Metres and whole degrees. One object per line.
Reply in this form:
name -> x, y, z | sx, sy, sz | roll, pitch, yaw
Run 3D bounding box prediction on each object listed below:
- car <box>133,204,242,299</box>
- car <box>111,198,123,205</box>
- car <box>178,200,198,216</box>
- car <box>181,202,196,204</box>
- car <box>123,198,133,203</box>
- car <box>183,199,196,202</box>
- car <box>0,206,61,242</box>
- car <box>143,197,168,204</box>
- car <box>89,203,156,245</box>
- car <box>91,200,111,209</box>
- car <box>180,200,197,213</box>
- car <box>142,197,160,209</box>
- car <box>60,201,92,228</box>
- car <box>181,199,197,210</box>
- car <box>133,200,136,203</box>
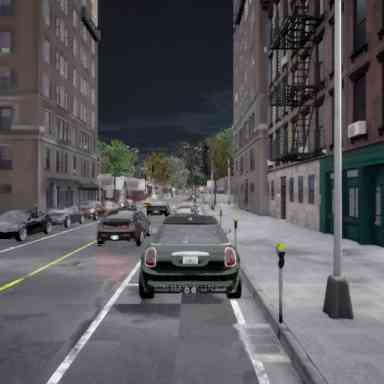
car -> -0.033, 1.352, 8.620 | 2.097, 1.767, 4.553 | 0, 0, 0
car -> -8.408, 1.535, 32.737 | 1.752, 1.417, 4.829 | 0, 0, 0
car -> -0.383, 1.554, 32.910 | 1.887, 1.381, 4.507 | 0, 0, 0
car -> -0.383, 1.584, 21.873 | 1.802, 1.307, 4.206 | 0, 0, 0
car -> -8.408, 1.454, 38.426 | 1.967, 1.590, 4.097 | 0, 0, 0
car -> -0.383, 1.531, 27.562 | 1.752, 1.417, 4.829 | 0, 0, 0
car -> -8.408, 1.567, 16.351 | 1.947, 1.339, 4.313 | 0, 0, 0
car -> -3.013, 1.485, 30.617 | 1.882, 1.535, 5.008 | 0, 0, 0
car -> -3.015, 1.508, 15.454 | 1.837, 1.490, 4.892 | 0, 0, 0
car -> -8.408, 1.445, 27.388 | 1.967, 1.590, 4.097 | 0, 0, 0
car -> -0.383, 1.596, 38.428 | 1.802, 1.307, 4.206 | 0, 0, 0
car -> -5.777, 1.500, 47.419 | 1.882, 1.535, 5.008 | 0, 0, 0
car -> -8.408, 1.553, 21.869 | 2.008, 1.369, 4.403 | 0, 0, 0
car -> -0.383, 1.584, 43.946 | 1.947, 1.339, 4.313 | 0, 0, 0
car -> -8.408, 1.600, 43.945 | 1.802, 1.307, 4.206 | 0, 0, 0
